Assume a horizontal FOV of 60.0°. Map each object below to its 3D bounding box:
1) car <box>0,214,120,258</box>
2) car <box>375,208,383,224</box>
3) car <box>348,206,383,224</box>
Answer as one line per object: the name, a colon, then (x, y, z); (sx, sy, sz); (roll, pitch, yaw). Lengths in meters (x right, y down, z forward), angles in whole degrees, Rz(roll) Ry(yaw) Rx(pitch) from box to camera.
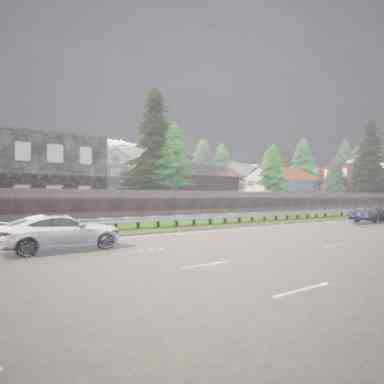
car: (-5.161, 1.588, 12.965); (4.674, 1.442, 1.812); (1, 0, -36)
car: (11.311, 1.669, 16.159); (4.902, 1.511, 2.128); (1, 0, -36)
car: (15.060, 1.825, 27.462); (5.357, 1.411, 2.033); (1, 0, -36)
